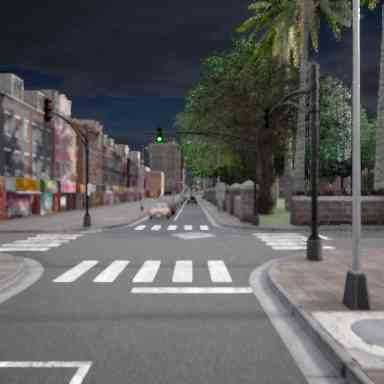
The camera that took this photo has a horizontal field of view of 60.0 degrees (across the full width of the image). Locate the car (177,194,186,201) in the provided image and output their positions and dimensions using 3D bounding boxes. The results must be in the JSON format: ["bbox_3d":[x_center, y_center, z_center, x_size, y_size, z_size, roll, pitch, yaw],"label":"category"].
[{"bbox_3d":[-2.645,1.362,86.824,2.192,1.841,5.009,0,0,0],"label":"car"}]

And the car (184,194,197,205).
[{"bbox_3d":[-0.003,1.534,58.787,1.837,1.490,4.892,0,0,0],"label":"car"}]

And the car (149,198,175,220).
[{"bbox_3d":[-2.653,1.538,28.683,1.752,1.417,4.829,0,0,0],"label":"car"}]

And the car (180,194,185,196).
[{"bbox_3d":[-2.651,1.471,60.472,1.967,1.590,4.097,0,0,0],"label":"car"}]

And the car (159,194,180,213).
[{"bbox_3d":[-2.657,1.330,34.121,2.192,1.841,5.009,0,0,0],"label":"car"}]

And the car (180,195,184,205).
[{"bbox_3d":[-2.653,1.575,49.932,2.008,1.369,4.403,0,0,0],"label":"car"}]

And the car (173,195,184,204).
[{"bbox_3d":[-2.650,1.474,65.743,1.967,1.590,4.097,0,0,0],"label":"car"}]

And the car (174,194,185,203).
[{"bbox_3d":[-2.649,1.352,71.013,2.192,1.841,5.009,0,0,0],"label":"car"}]

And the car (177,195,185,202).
[{"bbox_3d":[-2.646,1.569,81.384,1.752,1.417,4.829,0,0,0],"label":"car"}]
